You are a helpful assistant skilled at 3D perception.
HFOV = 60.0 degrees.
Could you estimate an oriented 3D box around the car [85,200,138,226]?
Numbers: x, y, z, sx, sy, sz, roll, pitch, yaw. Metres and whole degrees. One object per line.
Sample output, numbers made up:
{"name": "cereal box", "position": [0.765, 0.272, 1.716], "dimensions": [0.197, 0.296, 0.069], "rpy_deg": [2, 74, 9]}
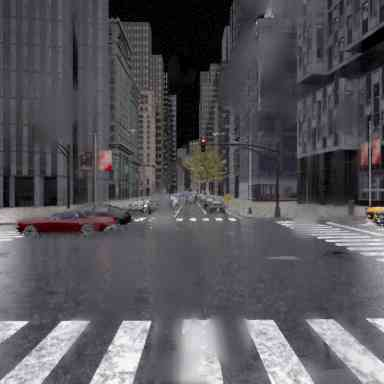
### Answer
{"name": "car", "position": [-6.211, 1.489, 20.875], "dimensions": [5.008, 1.535, 1.882], "rpy_deg": [0, 0, 0]}

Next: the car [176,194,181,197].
{"name": "car", "position": [-3.293, 1.538, 54.640], "dimensions": [1.812, 1.442, 4.674], "rpy_deg": [0, 0, 0]}

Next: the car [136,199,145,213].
{"name": "car", "position": [-5.858, 1.556, 36.334], "dimensions": [2.008, 1.369, 4.403], "rpy_deg": [0, 0, 0]}

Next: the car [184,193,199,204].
{"name": "car", "position": [-0.171, 1.508, 64.664], "dimensions": [2.128, 1.511, 4.902], "rpy_deg": [0, 0, 0]}

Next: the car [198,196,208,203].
{"name": "car", "position": [2.435, 1.589, 73.168], "dimensions": [1.947, 1.339, 4.313], "rpy_deg": [0, 0, 0]}

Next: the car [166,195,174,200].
{"name": "car", "position": [-6.220, 1.624, 93.789], "dimensions": [1.802, 1.307, 4.206], "rpy_deg": [0, 0, 0]}

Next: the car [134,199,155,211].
{"name": "car", "position": [-5.889, 1.557, 41.326], "dimensions": [2.008, 1.369, 4.403], "rpy_deg": [0, 0, 0]}

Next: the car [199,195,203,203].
{"name": "car", "position": [2.564, 1.562, 52.718], "dimensions": [2.008, 1.369, 4.403], "rpy_deg": [0, 0, 0]}

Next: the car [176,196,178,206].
{"name": "car", "position": [-3.241, 1.608, 44.598], "dimensions": [1.895, 1.301, 4.718], "rpy_deg": [0, 0, 0]}

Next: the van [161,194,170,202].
{"name": "van", "position": [-6.118, 1.368, 77.551], "dimensions": [1.690, 1.788, 3.998], "rpy_deg": [0, 0, 0]}

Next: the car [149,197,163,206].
{"name": "car", "position": [-5.981, 1.579, 55.898], "dimensions": [1.947, 1.339, 4.313], "rpy_deg": [0, 0, 0]}

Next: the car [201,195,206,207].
{"name": "car", "position": [2.598, 1.553, 47.273], "dimensions": [1.887, 1.381, 4.507], "rpy_deg": [0, 0, 0]}

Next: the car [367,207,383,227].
{"name": "car", "position": [12.361, 1.256, 17.679], "dimensions": [4.892, 1.490, 1.837], "rpy_deg": [-1, 0, 0]}

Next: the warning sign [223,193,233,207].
{"name": "warning sign", "position": [4.918, 1.123, 45.475], "dimensions": [1.300, 1.860, 1.060], "rpy_deg": [0, 0, 0]}

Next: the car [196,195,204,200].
{"name": "car", "position": [2.302, 1.593, 94.323], "dimensions": [2.008, 1.369, 4.403], "rpy_deg": [0, 0, 0]}

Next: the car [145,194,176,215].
{"name": "car", "position": [-3.178, 1.226, 34.646], "dimensions": [2.150, 2.045, 5.566], "rpy_deg": [0, 0, 0]}

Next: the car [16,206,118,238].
{"name": "car", "position": [-6.620, 1.635, 17.615], "dimensions": [4.718, 1.301, 1.895], "rpy_deg": [-1, 1, 0]}

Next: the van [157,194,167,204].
{"name": "van", "position": [-6.050, 1.360, 66.724], "dimensions": [1.690, 1.788, 3.998], "rpy_deg": [0, 0, 0]}

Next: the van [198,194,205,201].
{"name": "van", "position": [2.368, 1.373, 83.745], "dimensions": [1.690, 1.788, 3.998], "rpy_deg": [0, 0, 0]}

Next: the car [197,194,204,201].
{"name": "car", "position": [2.502, 1.567, 62.589], "dimensions": [2.008, 1.369, 4.403], "rpy_deg": [0, 0, 0]}

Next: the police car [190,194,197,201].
{"name": "police car", "position": [0.465, 1.463, 90.560], "dimensions": [1.930, 1.638, 5.238], "rpy_deg": [0, 0, 0]}

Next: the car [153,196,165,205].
{"name": "car", "position": [-6.014, 1.541, 61.141], "dimensions": [1.752, 1.417, 4.829], "rpy_deg": [0, 0, 0]}

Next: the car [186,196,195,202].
{"name": "car", "position": [-0.334, 1.549, 74.858], "dimensions": [1.812, 1.442, 4.674], "rpy_deg": [0, 0, 0]}

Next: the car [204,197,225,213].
{"name": "car", "position": [2.667, 1.556, 36.385], "dimensions": [2.008, 1.369, 4.403], "rpy_deg": [0, 0, 0]}
